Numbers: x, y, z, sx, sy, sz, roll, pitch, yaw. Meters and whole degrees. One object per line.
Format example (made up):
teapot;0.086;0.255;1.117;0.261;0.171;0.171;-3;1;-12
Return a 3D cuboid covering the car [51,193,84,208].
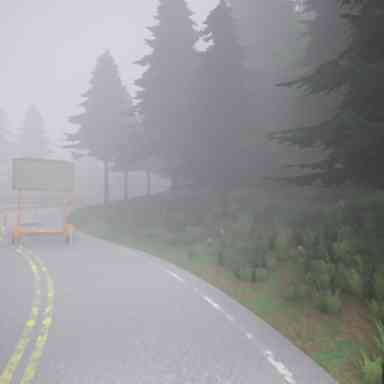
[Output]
car;-14.864;0.945;39.978;2.097;1.767;4.553;-2;0;12

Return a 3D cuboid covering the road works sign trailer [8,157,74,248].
road works sign trailer;-6.469;0.354;14.455;2.380;3.560;2.880;2;0;-29

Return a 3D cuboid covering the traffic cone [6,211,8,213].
traffic cone;-12.098;1.711;21.695;0.340;0.580;0.340;1;1;-29

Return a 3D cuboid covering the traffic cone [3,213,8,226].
traffic cone;-11.131;1.726;19.949;0.340;0.580;0.340;1;0;-29
